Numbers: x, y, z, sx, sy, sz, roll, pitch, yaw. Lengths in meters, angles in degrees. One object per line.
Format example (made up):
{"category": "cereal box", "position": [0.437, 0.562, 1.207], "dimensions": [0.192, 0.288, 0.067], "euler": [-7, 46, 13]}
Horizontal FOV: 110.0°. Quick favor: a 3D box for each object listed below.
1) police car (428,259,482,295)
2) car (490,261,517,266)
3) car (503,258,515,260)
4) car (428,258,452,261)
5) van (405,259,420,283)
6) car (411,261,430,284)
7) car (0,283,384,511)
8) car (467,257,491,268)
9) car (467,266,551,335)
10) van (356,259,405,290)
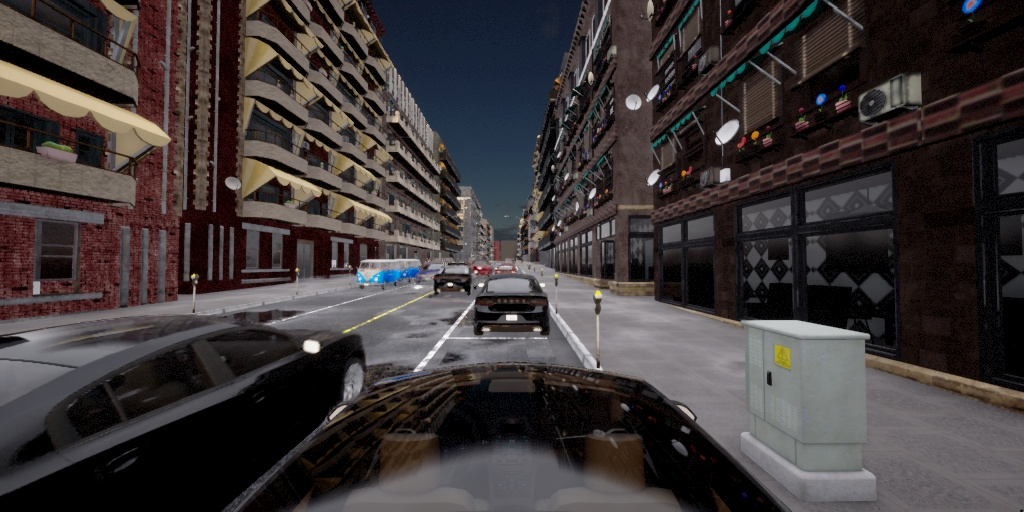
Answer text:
{"category": "police car", "position": [-3.019, 1.189, 20.071], "dimensions": [1.930, 1.638, 5.238], "euler": [0, 0, 0]}
{"category": "car", "position": [-0.453, 1.322, 28.072], "dimensions": [1.888, 1.381, 4.507], "euler": [0, 0, 0]}
{"category": "car", "position": [-0.446, 1.240, 39.134], "dimensions": [1.967, 1.591, 4.097], "euler": [0, 0, 0]}
{"category": "car", "position": [-8.336, 1.115, 39.194], "dimensions": [2.192, 1.841, 5.009], "euler": [0, 0, 0]}
{"category": "van", "position": [-8.336, 1.118, 28.134], "dimensions": [1.690, 1.789, 3.998], "euler": [0, 0, 0]}
{"category": "car", "position": [-5.869, 1.300, 27.021], "dimensions": [1.812, 1.442, 4.674], "euler": [0, 0, 0]}
{"category": "car", "position": [-2.925, 1.228, 2.915], "dimensions": [1.882, 1.535, 5.008], "euler": [0, 0, 0]}
{"category": "car", "position": [-2.927, 1.141, 34.756], "dimensions": [2.097, 1.767, 4.553], "euler": [0, 0, 0]}
{"category": "car", "position": [-0.006, 1.232, 10.503], "dimensions": [1.882, 1.535, 5.008], "euler": [0, 0, 0]}
{"category": "van", "position": [-8.336, 1.108, 22.602], "dimensions": [1.690, 1.789, 3.998], "euler": [0, 0, 0]}
